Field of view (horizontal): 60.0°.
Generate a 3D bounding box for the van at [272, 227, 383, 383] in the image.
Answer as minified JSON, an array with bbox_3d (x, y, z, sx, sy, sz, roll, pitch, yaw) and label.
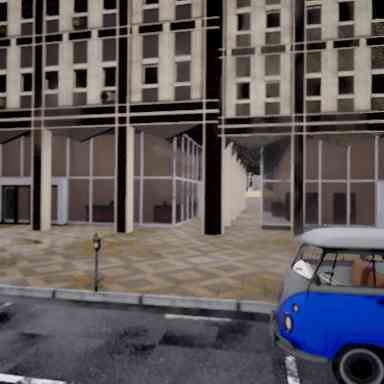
[{"bbox_3d":[3.126,1.377,4.171,3.998,1.788,1.690,0,0,12],"label":"van"}]
